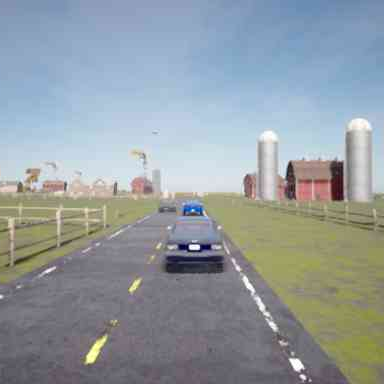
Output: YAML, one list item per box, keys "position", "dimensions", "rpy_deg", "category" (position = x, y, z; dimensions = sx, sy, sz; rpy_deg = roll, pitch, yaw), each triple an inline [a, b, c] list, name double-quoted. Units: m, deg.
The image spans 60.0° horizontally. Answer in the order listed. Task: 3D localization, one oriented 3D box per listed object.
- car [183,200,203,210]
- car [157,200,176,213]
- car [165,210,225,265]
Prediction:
- position: [0.084, 1.555, 33.562]
  dimensions: [1.882, 1.535, 5.008]
  rpy_deg: [0, 0, 0]
  category: "car"
- position: [-2.857, 1.654, 38.785]
  dimensions: [1.994, 1.385, 4.181]
  rpy_deg: [0, 0, 0]
  category: "car"
- position: [0.079, 1.574, 11.686]
  dimensions: [2.033, 1.411, 5.357]
  rpy_deg: [0, 0, 0]
  category: "car"
